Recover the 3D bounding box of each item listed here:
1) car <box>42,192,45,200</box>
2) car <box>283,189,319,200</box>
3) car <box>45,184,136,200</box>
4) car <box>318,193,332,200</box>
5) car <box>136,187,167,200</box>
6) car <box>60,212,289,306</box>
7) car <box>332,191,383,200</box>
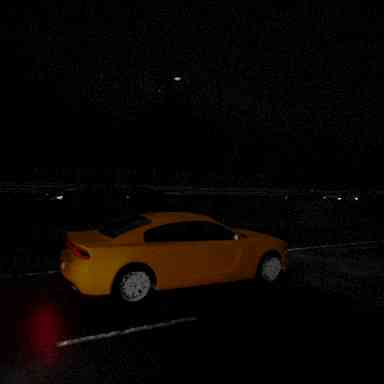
[{"bbox_3d":[-9.503,0.208,26.068,4.181,1.385,1.994,1,3,-28],"label":"car"},{"bbox_3d":[12.628,0.456,37.895,4.902,1.511,2.128,1,2,-28],"label":"car"},{"bbox_3d":[-6.081,0.350,19.960,4.553,1.767,2.097,1,3,-28],"label":"car"},{"bbox_3d":[16.386,0.774,35.932,4.718,1.301,1.895,1,2,-28],"label":"car"},{"bbox_3d":[-4.315,0.347,24.880,5.008,1.535,1.882,1,2,-28],"label":"car"},{"bbox_3d":[-0.138,1.176,7.180,5.008,1.535,1.882,1,3,-28],"label":"car"},{"bbox_3d":[16.117,0.670,31.826,4.553,1.767,2.097,1,3,-28],"label":"car"}]
